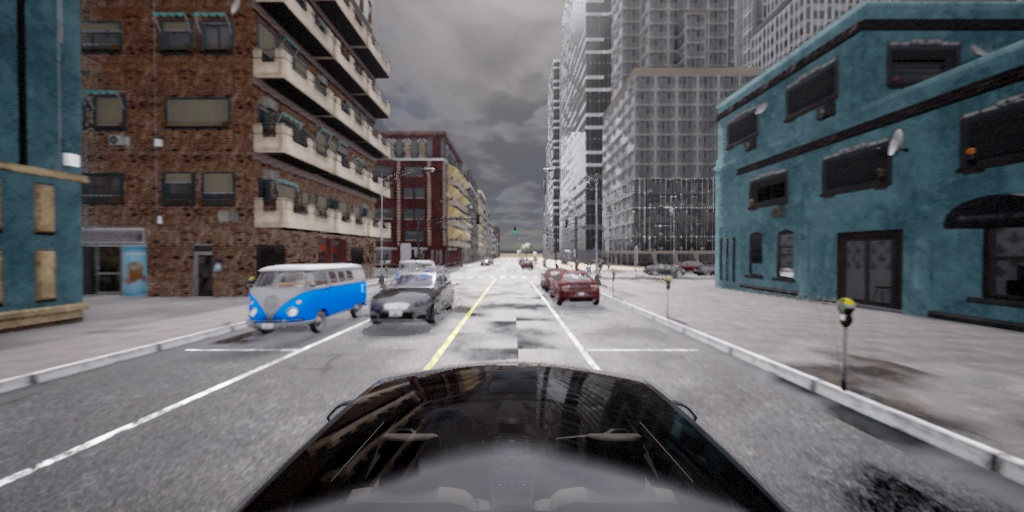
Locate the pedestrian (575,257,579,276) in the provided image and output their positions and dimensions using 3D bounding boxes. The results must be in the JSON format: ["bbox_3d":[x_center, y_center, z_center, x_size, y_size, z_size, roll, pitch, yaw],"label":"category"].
[{"bbox_3d":[6.132,0.986,34.062,0.375,1.860,0.375,-1,1,0],"label":"pedestrian"}]

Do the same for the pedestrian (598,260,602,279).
[{"bbox_3d":[8.132,1.208,33.465,0.375,1.860,0.375,-1,1,0],"label":"pedestrian"}]

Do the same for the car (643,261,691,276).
[{"bbox_3d":[16.711,1.549,39.408,4.403,1.370,2.007,0,0,1],"label":"car"}]

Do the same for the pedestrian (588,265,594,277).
[{"bbox_3d":[7.132,1.320,32.867,0.375,1.300,0.375,-1,1,0],"label":"pedestrian"}]

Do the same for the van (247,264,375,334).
[{"bbox_3d":[-5.692,1.116,10.451,1.690,1.789,3.998,0,0,0],"label":"van"}]

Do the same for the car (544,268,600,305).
[{"bbox_3d":[2.688,1.335,16.069,1.888,1.381,4.507,0,0,0],"label":"car"}]

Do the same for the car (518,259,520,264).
[{"bbox_3d":[2.651,1.338,65.360,1.967,1.591,4.097,0,0,0],"label":"car"}]

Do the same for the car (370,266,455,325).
[{"bbox_3d":[-3.099,1.271,11.997,2.128,1.511,4.902,0,0,0],"label":"car"}]

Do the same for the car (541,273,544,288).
[{"bbox_3d":[2.688,1.387,21.649,1.802,1.307,4.207,0,0,0],"label":"car"}]

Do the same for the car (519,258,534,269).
[{"bbox_3d":[2.652,1.435,59.714,1.888,1.381,4.507,0,0,0],"label":"car"}]

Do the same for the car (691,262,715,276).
[{"bbox_3d":[22.193,1.590,39.333,4.313,1.339,1.948,0,0,1],"label":"car"}]

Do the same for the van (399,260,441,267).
[{"bbox_3d":[-5.693,1.146,21.614,1.690,1.789,3.998,0,0,0],"label":"van"}]
